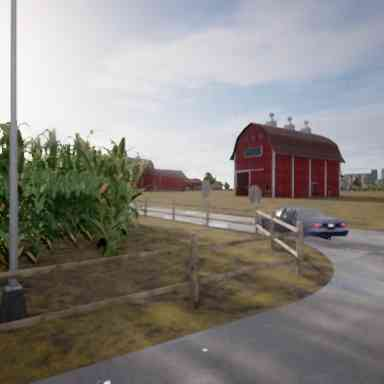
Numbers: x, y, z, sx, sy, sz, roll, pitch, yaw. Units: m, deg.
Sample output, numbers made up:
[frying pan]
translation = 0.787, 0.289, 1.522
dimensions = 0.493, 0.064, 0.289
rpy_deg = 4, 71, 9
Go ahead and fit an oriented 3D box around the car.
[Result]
[car]
translation = 4.840, 1.366, 15.709
dimensions = 2.033, 1.411, 5.357
rpy_deg = 1, 0, -17
